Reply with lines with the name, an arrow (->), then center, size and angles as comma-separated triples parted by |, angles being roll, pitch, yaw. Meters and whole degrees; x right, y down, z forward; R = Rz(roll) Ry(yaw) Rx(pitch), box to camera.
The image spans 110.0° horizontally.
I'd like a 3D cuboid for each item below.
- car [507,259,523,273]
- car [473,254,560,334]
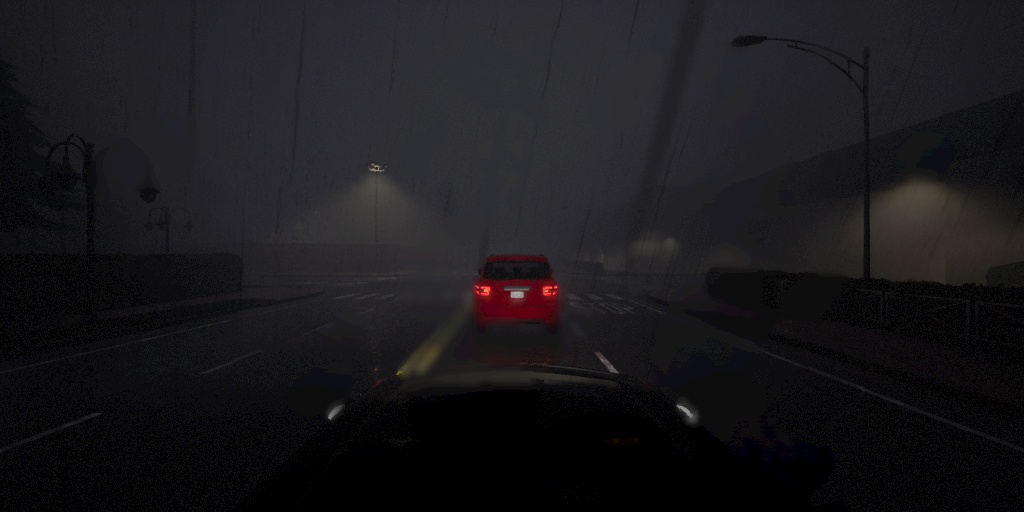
car -> 0.363, 1.228, 45.656 | 1.882, 1.535, 5.008 | 0, 0, 1
car -> 0.123, 0.971, 10.806 | 2.150, 2.045, 5.566 | 0, 0, 0
